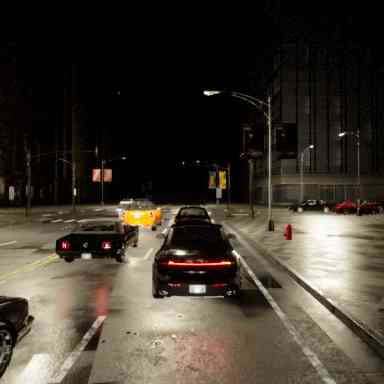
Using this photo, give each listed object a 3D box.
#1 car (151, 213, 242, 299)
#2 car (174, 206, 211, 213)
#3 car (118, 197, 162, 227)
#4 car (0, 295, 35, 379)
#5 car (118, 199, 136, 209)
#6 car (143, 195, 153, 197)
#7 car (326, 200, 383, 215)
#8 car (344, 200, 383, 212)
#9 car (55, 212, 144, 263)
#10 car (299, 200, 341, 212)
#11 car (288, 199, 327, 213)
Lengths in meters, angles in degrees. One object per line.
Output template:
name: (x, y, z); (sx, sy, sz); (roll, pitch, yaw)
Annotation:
car: (0.114, 1.511, 8.446); (1.837, 1.490, 4.892); (0, 0, 0)
car: (0.035, 1.509, 17.937); (1.882, 1.535, 5.008); (0, 0, 0)
car: (-3.109, 1.395, 21.050); (2.097, 1.767, 4.553); (0, 0, 0)
car: (-3.152, 1.548, 2.269); (2.033, 1.411, 5.357); (0, 0, 0)
car: (-9.746, 1.743, 50.463); (1.812, 1.442, 4.674); (0, 0, 0)
car: (-9.612, 1.600, 71.825); (2.150, 2.045, 5.566); (0, 0, 0)
car: (15.376, 1.576, 31.313); (4.206, 1.307, 1.802); (0, 0, -1)
car: (20.902, 1.642, 39.914); (4.313, 1.339, 1.947); (0, 0, -1)
car: (-3.125, 1.615, 12.057); (1.895, 1.301, 4.718); (0, 0, 0)
car: (15.262, 1.661, 39.837); (4.313, 1.339, 1.947); (0, 0, -1)
car: (13.200, 1.574, 37.056); (4.892, 1.490, 1.837); (0, -1, -1)
